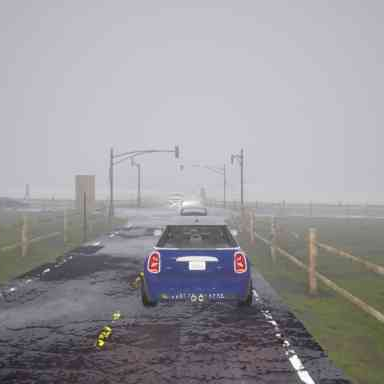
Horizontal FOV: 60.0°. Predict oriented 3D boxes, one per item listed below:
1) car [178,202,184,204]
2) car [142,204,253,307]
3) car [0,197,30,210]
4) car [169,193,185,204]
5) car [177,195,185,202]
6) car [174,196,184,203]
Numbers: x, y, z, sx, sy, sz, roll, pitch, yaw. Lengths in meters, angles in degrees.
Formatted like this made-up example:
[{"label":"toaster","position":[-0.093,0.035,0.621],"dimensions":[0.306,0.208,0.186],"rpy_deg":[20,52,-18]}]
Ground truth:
[{"label":"car","position":[0.092,1.507,17.304],"dimensions":[1.837,1.490,4.892],"rpy_deg":[0,0,0]},{"label":"car","position":[0.096,1.353,8.138],"dimensions":[2.097,1.767,4.553],"rpy_deg":[0,0,0]},{"label":"car","position":[-20.079,1.216,36.424],"dimensions":[4.181,1.385,1.994],"rpy_deg":[1,0,0]},{"label":"car","position":[-2.833,1.237,59.949],"dimensions":[2.150,2.045,5.566],"rpy_deg":[0,0,0]},{"label":"car","position":[-2.692,1.549,80.312],"dimensions":[1.812,1.442,4.674],"rpy_deg":[0,0,0]},{"label":"car","position":[-2.727,1.615,69.970],"dimensions":[1.895,1.301,4.718],"rpy_deg":[0,0,0]}]
